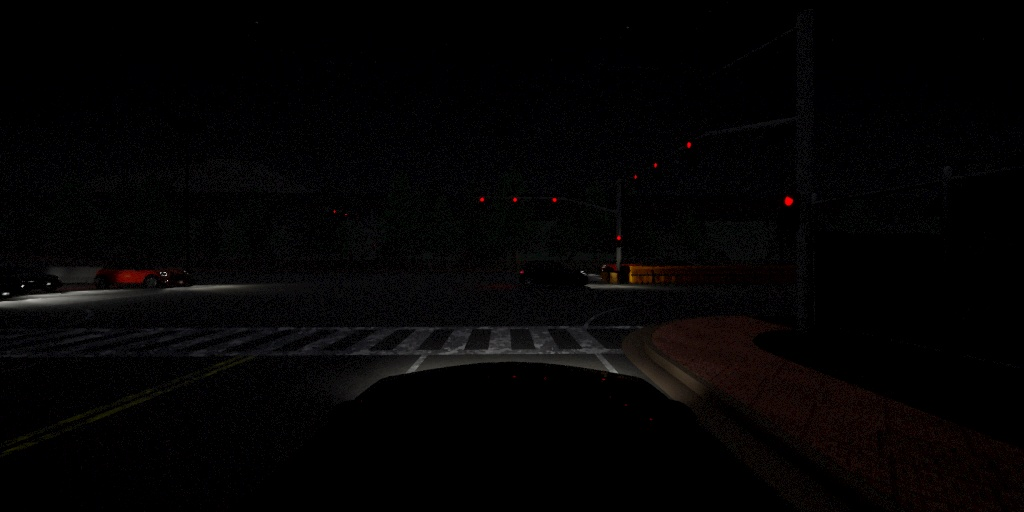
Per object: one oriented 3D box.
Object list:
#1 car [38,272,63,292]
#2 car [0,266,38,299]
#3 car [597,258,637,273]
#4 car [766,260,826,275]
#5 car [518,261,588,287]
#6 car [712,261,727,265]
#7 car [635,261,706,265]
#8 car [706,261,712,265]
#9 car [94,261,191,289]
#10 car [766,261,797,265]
[{"bbox_3d":[-27.347,1.246,19.210,4.892,1.490,1.837,0,0,-2],"label":"car"},{"bbox_3d":[-25.206,1.294,15.746,5.357,1.411,2.033,0,0,-5],"label":"car"},{"bbox_3d":[11.415,1.102,38.128,4.553,1.767,2.097,0,0,-2],"label":"car"},{"bbox_3d":[30.583,1.242,38.719,4.902,1.511,2.128,0,0,-2],"label":"car"},{"bbox_3d":[2.667,1.101,23.648,4.553,1.767,2.097,0,0,-2],"label":"car"},{"bbox_3d":[20.532,1.255,38.413,4.892,1.490,1.837,0,0,-2],"label":"car"},{"bbox_3d":[13.705,1.255,31.196,4.892,1.490,1.837,0,0,-2],"label":"car"},{"bbox_3d":[16.349,1.276,34.779,4.674,1.442,1.812,0,0,-2],"label":"car"},{"bbox_3d":[-23.376,1.098,22.835,4.553,1.767,2.097,0,0,-2],"label":"car"},{"bbox_3d":[22.960,1.351,31.485,4.718,1.301,1.895,0,0,-2],"label":"car"}]
